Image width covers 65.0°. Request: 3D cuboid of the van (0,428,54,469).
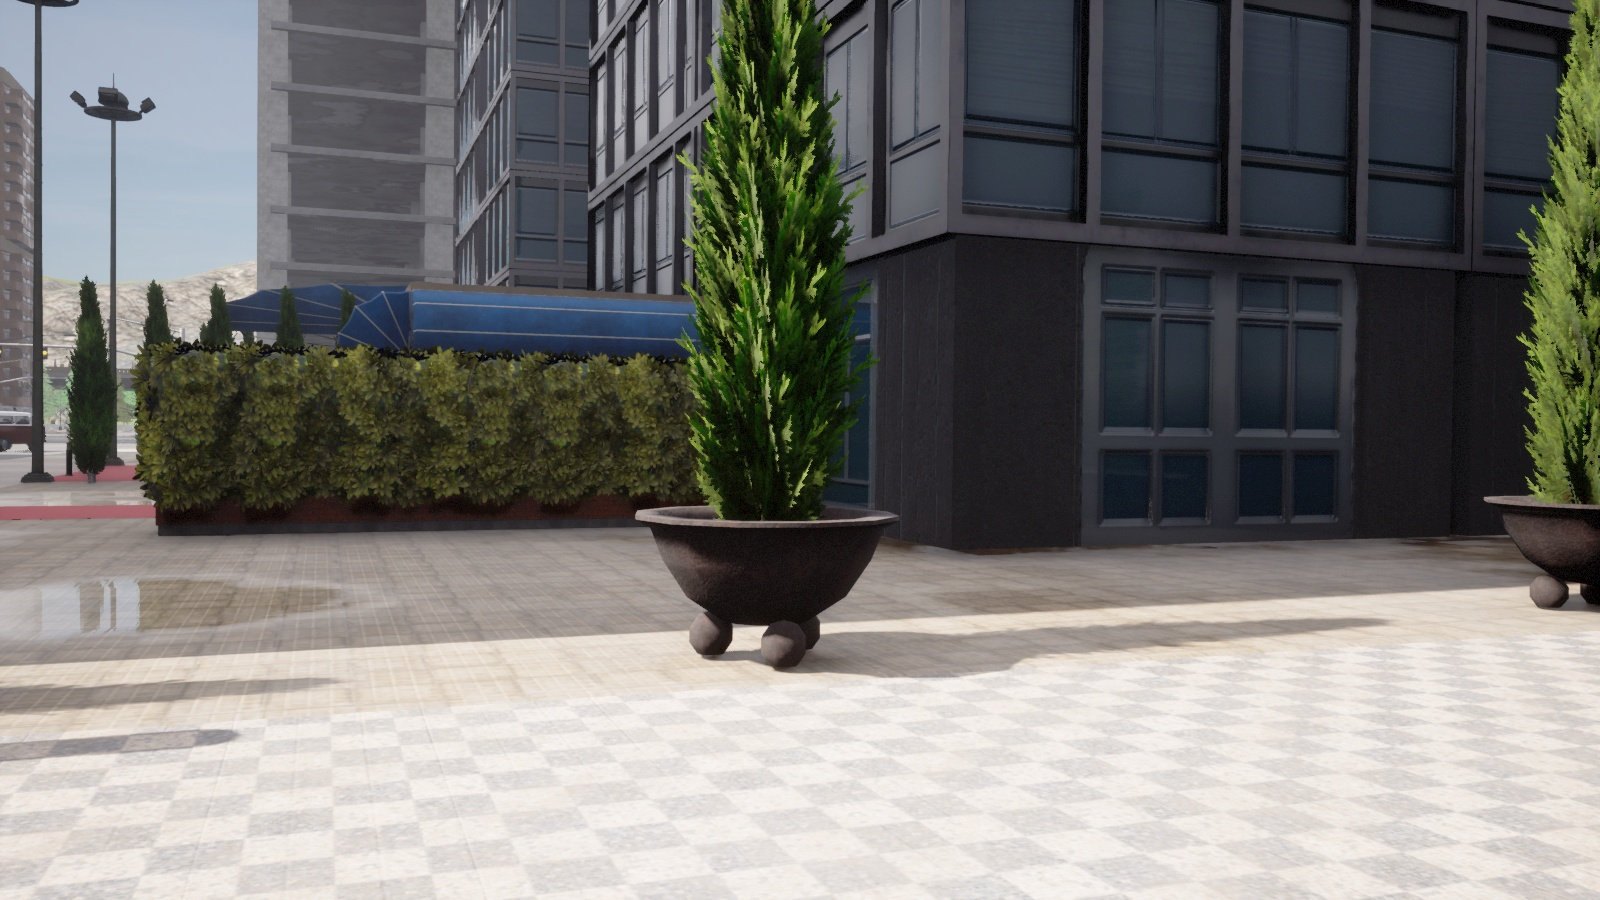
[{"bbox_3d":[-40.013,-0.077,63.306,2.069,2.038,4.480,-2,1,1],"label":"van"}]
